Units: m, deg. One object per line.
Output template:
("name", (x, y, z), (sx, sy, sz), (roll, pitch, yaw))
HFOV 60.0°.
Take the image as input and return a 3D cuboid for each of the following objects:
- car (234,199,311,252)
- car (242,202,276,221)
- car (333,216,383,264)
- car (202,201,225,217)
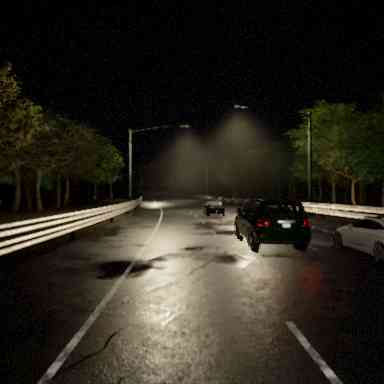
("car", (3.296, 1.312, 14.596), (2.150, 2.045, 5.566), (0, 0, -2))
("car", (5.991, 1.677, 30.324), (1.837, 1.490, 4.892), (0, 0, -4))
("car", (6.872, 1.597, 12.011), (1.812, 1.442, 4.674), (0, 0, -2))
("car", (2.190, 1.686, 34.369), (2.128, 1.511, 4.902), (0, 0, -4))
